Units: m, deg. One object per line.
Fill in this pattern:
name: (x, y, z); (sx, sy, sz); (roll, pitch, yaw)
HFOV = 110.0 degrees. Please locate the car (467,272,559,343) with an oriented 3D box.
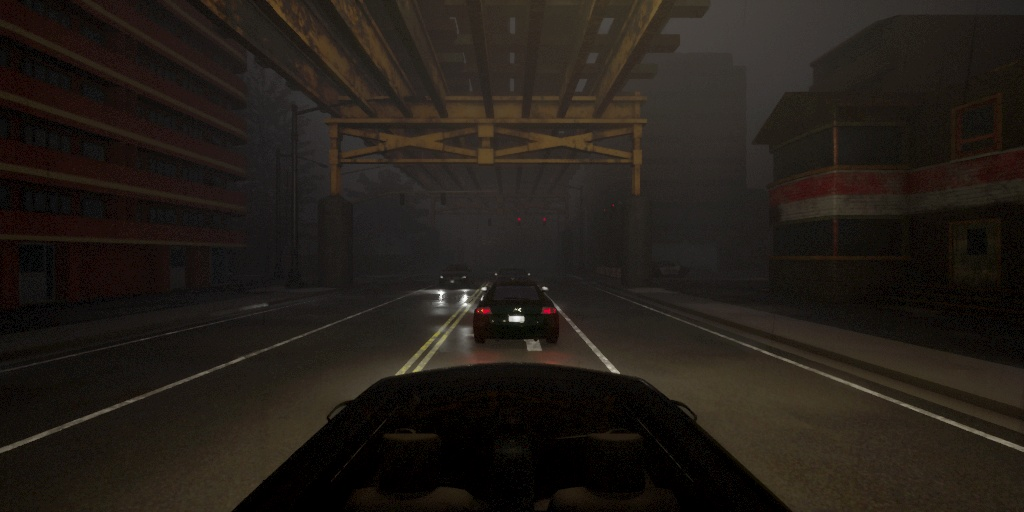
car: (0.076, 1.311, 9.666); (1.994, 1.385, 4.181); (0, 0, -1)

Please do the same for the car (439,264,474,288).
car: (-3.588, 1.255, 23.819); (1.812, 1.442, 4.674); (0, 0, 0)

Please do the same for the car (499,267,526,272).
car: (0.032, 1.280, 19.616); (2.033, 1.411, 5.357); (0, 0, 0)
